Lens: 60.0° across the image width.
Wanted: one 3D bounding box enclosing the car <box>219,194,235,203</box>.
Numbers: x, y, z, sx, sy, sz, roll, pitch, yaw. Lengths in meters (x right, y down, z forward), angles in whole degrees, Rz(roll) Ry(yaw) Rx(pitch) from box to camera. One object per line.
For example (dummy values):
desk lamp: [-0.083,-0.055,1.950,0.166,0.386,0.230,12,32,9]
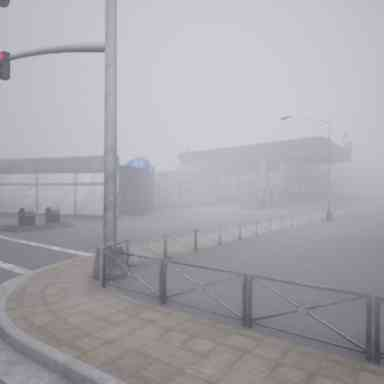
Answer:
car: [6.464,1.270,63.502,2.242,1.667,4.611,0,0,36]
